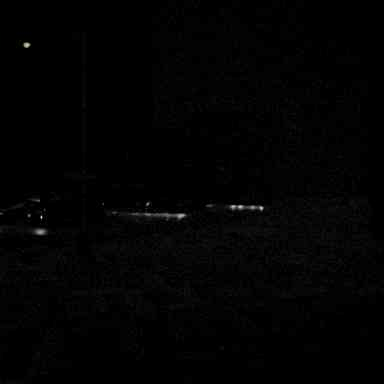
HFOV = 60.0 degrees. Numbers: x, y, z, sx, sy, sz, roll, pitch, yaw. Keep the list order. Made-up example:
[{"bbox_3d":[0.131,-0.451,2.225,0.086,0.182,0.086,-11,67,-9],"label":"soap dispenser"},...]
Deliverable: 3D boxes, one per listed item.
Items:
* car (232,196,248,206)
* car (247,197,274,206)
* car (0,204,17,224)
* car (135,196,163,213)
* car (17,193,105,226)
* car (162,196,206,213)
[{"bbox_3d":[8.211,1.386,52.444,2.033,1.411,5.357,0,0,35],"label":"car"},{"bbox_3d":[10.618,1.427,50.223,1.895,1.301,4.718,0,0,35],"label":"car"},{"bbox_3d":[-11.864,1.425,23.933,1.812,1.442,4.674,0,0,37],"label":"car"},{"bbox_3d":[-3.948,1.223,35.243,2.097,1.767,4.553,0,0,35],"label":"car"},{"bbox_3d":[-8.594,1.106,22.979,2.150,2.045,5.566,0,0,34],"label":"car"},{"bbox_3d":[-0.493,1.334,34.512,1.882,1.535,5.008,0,0,35],"label":"car"}]
